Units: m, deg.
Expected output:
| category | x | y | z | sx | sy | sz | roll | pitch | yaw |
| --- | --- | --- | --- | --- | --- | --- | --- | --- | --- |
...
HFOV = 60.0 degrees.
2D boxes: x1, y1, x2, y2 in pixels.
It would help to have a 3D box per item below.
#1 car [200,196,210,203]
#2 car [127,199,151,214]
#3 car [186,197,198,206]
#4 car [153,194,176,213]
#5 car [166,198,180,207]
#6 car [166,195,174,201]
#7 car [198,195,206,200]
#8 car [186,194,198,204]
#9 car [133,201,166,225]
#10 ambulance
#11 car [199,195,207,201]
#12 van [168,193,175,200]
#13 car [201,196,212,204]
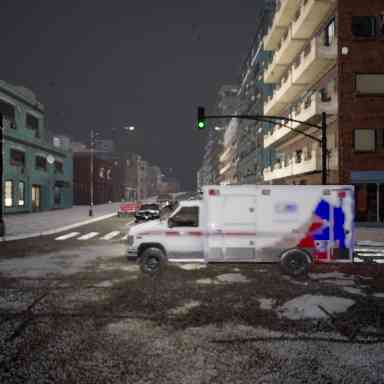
| category | x | y | z | sx | sy | sz | roll | pitch | yaw |
| --- | --- | --- | --- | --- | --- | --- | --- | --- | --- |
| car | 2.708 | 1.521 | 69.767 | 1.947 | 1.339 | 4.313 | 1 | 0 | 0 |
| car | -5.675 | 1.533 | 36.247 | 1.887 | 1.381 | 4.507 | 1 | 0 | 0 |
| car | 0.005 | 1.537 | 54.988 | 1.994 | 1.385 | 4.181 | 0 | 0 | 0 |
| car | -3.079 | 1.210 | 38.339 | 2.150 | 2.045 | 5.566 | 0 | 0 | 0 |
| car | -3.049 | 1.576 | 53.432 | 1.895 | 1.301 | 4.718 | 0 | 0 | 1 |
| car | -5.670 | 1.495 | 86.469 | 1.947 | 1.339 | 4.313 | 1 | 0 | 0 |
| car | 2.711 | 1.470 | 92.091 | 2.008 | 1.369 | 4.403 | 1 | 0 | 0 |
| car | 0.004 | 1.314 | 64.999 | 2.097 | 1.767 | 4.553 | 0 | 0 | 0 |
| car | -3.091 | 1.499 | 25.030 | 1.837 | 1.490 | 4.892 | 0 | 0 | 0 |
| ambulance | 1.349 | 1.035 | 9.802 | 6.366 | 2.431 | 2.351 | 0 | 0 | 1 |
| car | 2.710 | 1.482 | 80.929 | 1.887 | 1.381 | 4.507 | 1 | 0 | 0 |
| van | -5.666 | 1.260 | 92.049 | 1.690 | 1.788 | 3.998 | 1 | 0 | 0 |
| car | 2.708 | 1.529 | 64.187 | 1.947 | 1.339 | 4.313 | 1 | 0 | 0 |
